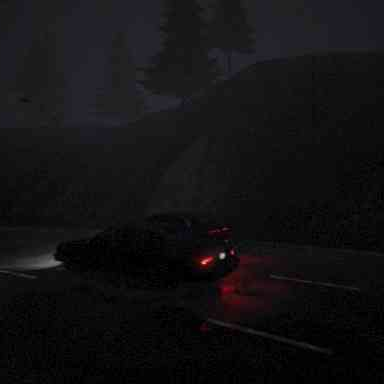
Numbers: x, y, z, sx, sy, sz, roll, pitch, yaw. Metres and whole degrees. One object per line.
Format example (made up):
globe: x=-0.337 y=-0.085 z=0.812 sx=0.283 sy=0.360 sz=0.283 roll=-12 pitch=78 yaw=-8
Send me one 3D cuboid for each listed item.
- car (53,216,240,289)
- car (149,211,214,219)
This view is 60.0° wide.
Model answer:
car: x=-1.424 y=1.539 z=9.080 sx=5.357 sy=1.411 sz=2.033 roll=0 pitch=0 yaw=32
car: x=-0.921 y=1.491 z=12.803 sx=4.892 sy=1.490 sz=1.837 roll=0 pitch=0 yaw=31
